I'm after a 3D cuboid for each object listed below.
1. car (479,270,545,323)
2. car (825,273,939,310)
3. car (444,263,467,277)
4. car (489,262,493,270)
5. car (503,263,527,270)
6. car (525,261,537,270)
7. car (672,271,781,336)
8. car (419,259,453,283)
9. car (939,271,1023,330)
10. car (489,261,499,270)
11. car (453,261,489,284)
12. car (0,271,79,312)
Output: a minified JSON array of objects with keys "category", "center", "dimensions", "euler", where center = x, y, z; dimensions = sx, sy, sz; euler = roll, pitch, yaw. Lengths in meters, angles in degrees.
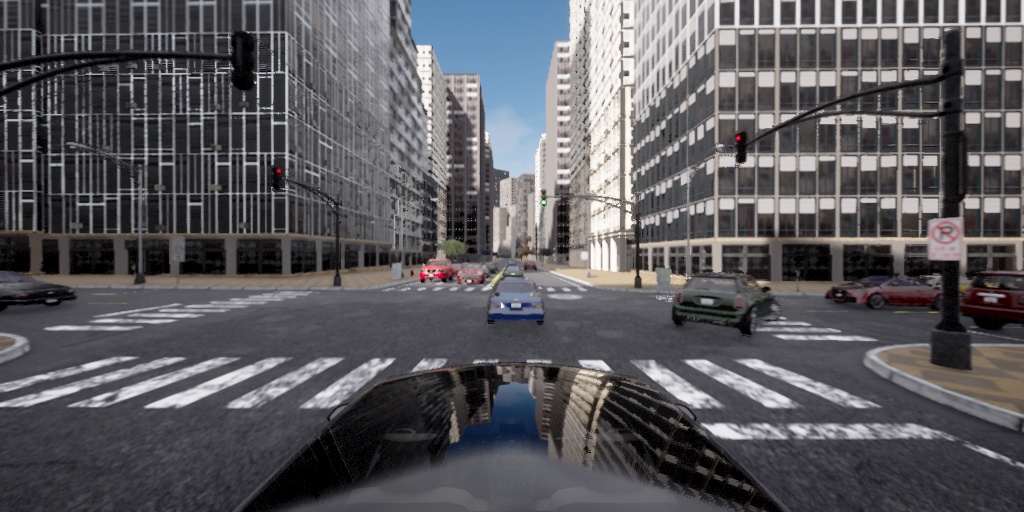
[{"category":"car","center":[0.118,1.450,12.861],"dimensions":[2.033,1.411,5.357],"euler":[1,0,0]},{"category":"car","center":[16.715,1.585,16.072],"dimensions":[4.181,1.385,1.994],"euler":[1,0,3]},{"category":"car","center":[-6.552,1.603,42.312],"dimensions":[1.882,1.535,5.008],"euler":[0,-1,1]},{"category":"car","center":[-3.323,1.618,38.658],"dimensions":[1.812,1.442,4.674],"euler":[0,-1,0]},{"category":"car","center":[0.107,1.622,34.831],"dimensions":[1.994,1.385,4.181],"euler":[0,-1,0]},{"category":"car","center":[3.263,1.657,62.796],"dimensions":[2.097,1.767,4.553],"euler":[0,0,0]},{"category":"car","center":[7.055,1.319,11.713],"dimensions":[2.097,1.767,4.553],"euler":[2,1,45]},{"category":"car","center":[-6.583,1.254,31.971],"dimensions":[2.150,2.045,5.566],"euler":[0,-1,0]},{"category":"car","center":[16.195,1.367,10.310],"dimensions":[5.009,1.841,2.192],"euler":[0,0,1]},{"category":"car","center":[-3.246,1.534,48.764],"dimensions":[2.097,1.767,4.553],"euler":[0,-1,0]},{"category":"car","center":[-3.308,1.365,29.816],"dimensions":[2.097,1.767,4.553],"euler":[0,-1,-1]},{"category":"car","center":[-19.907,1.268,13.506],"dimensions":[5.357,1.411,2.033],"euler":[1,0,1]}]
